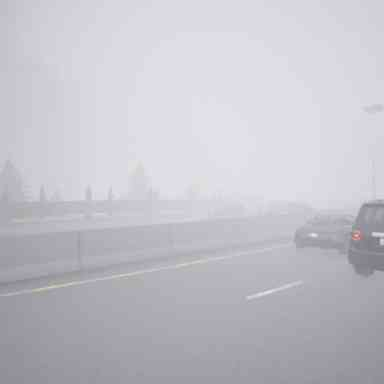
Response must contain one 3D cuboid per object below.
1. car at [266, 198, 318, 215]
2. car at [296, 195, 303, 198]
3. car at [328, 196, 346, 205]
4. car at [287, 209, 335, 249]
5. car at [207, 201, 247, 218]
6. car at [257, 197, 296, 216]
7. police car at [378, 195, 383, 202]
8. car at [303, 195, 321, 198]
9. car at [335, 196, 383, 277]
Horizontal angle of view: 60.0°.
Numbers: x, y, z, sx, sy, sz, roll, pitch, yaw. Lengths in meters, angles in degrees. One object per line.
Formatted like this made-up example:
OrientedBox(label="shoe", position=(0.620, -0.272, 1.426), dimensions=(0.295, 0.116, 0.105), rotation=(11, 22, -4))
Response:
OrientedBox(label="car", position=(8.260, 1.528, 26.565), dimensions=(2.128, 1.511, 4.902), rotation=(0, 0, 40))
OrientedBox(label="car", position=(21.426, 1.741, 69.738), dimensions=(1.895, 1.301, 4.718), rotation=(-1, 0, 11))
OrientedBox(label="car", position=(27.133, 1.673, 63.087), dimensions=(2.128, 1.511, 4.902), rotation=(-1, 0, 14))
OrientedBox(label="car", position=(5.994, 1.563, 13.687), dimensions=(4.181, 1.385, 1.994), rotation=(0, 0, -43))
OrientedBox(label="car", position=(3.351, 1.574, 31.569), dimensions=(2.128, 1.511, 4.902), rotation=(0, 0, 39))
OrientedBox(label="car", position=(7.934, 1.557, 31.731), dimensions=(2.128, 1.511, 4.902), rotation=(0, 0, 37))
OrientedBox(label="police car", position=(44.496, 1.514, 75.595), dimensions=(1.930, 1.638, 5.238), rotation=(-1, 0, 5))
OrientedBox(label="car", position=(24.959, 1.416, 69.612), dimensions=(2.097, 1.767, 4.553), rotation=(-1, 0, 11))
OrientedBox(label="car", position=(6.347, 1.207, 9.202), dimensions=(5.566, 2.045, 2.150), rotation=(0, 0, -42))
